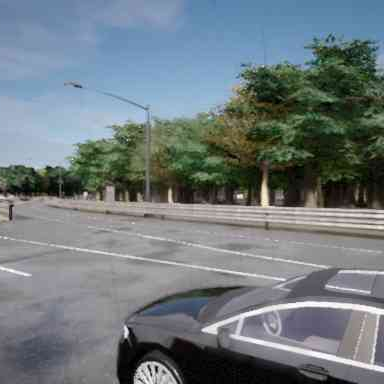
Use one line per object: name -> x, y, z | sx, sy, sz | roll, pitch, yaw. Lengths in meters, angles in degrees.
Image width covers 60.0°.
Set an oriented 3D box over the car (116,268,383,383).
car -> 1.393, 1.498, 3.015 | 4.902, 1.511, 2.128 | -1, 0, 36
